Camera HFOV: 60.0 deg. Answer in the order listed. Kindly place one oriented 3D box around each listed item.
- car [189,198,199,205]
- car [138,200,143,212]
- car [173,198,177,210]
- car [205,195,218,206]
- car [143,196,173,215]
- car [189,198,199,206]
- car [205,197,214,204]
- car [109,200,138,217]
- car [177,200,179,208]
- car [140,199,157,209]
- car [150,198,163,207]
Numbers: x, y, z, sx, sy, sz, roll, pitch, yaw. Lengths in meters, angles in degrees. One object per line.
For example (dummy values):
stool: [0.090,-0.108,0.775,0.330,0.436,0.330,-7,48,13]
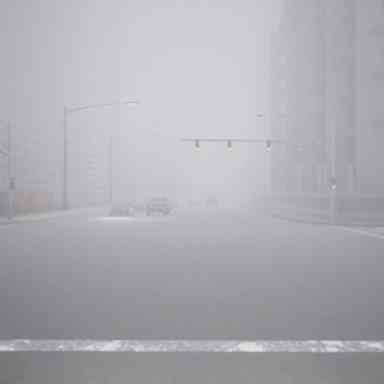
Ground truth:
car: [0.467,2.034,74.895,2.128,1.511,4.902,0,0,1]
car: [-7.123,1.773,43.388,1.882,1.535,5.008,0,0,1]
car: [-3.556,1.825,47.057,1.837,1.490,4.892,0,0,1]
car: [3.800,1.659,64.371,2.150,2.045,5.566,0,0,1]
car: [-3.705,1.475,37.144,2.150,2.045,5.566,0,0,1]
car: [0.410,2.006,65.022,1.994,1.385,4.181,0,0,1]
car: [3.968,1.925,74.982,1.837,1.490,4.892,0,0,1]
car: [-7.248,1.800,34.562,1.994,1.385,4.181,0,0,1]
car: [-3.384,1.741,57.214,2.097,1.767,4.553,0,0,1]
car: [-6.955,1.927,53.306,1.994,1.385,4.181,0,0,1]
car: [-6.772,1.956,63.228,1.812,1.442,4.674,0,0,1]
